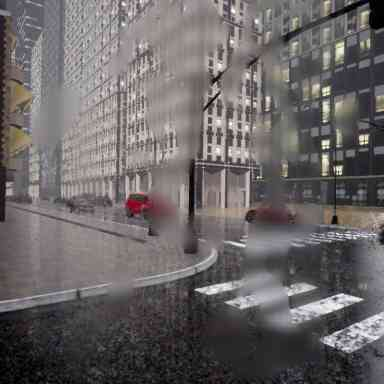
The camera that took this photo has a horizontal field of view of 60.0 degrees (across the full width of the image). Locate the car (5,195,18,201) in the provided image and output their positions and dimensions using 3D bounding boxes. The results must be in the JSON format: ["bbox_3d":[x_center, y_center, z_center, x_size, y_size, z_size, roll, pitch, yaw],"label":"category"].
[{"bbox_3d":[-40.372,1.377,74.316,2.008,1.369,4.403,1,-1,-35],"label":"car"}]

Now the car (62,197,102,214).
[{"bbox_3d":[-10.933,1.427,32.871,2.008,1.369,4.403,1,-1,-35],"label":"car"}]

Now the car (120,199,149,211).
[{"bbox_3d":[-7.373,1.584,42.328,2.008,1.369,4.403,1,-1,-35],"label":"car"}]

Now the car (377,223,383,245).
[{"bbox_3d":[9.511,1.570,12.767,4.181,1.385,1.994,0,0,25],"label":"car"}]

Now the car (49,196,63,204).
[{"bbox_3d":[-24.213,1.504,61.594,2.033,1.411,5.357,1,-1,-38],"label":"car"}]

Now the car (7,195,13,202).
[{"bbox_3d":[-37.101,1.396,69.711,1.947,1.339,4.313,1,-1,-35],"label":"car"}]

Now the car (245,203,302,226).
[{"bbox_3d":[5.714,1.505,23.909,1.967,1.590,4.097,1,-1,-35],"label":"car"}]

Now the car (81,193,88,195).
[{"bbox_3d":[-18.762,1.317,53.887,2.097,1.767,4.553,1,-1,-36],"label":"car"}]

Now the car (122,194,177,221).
[{"bbox_3d":[-3.430,1.161,26.792,2.150,2.045,5.566,1,-1,-35],"label":"car"}]

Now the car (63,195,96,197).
[{"bbox_3d":[-14.304,1.463,42.129,2.033,1.411,5.357,1,-1,-35],"label":"car"}]

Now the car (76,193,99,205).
[{"bbox_3d":[-18.575,1.248,58.827,2.150,2.045,5.566,1,-1,-35],"label":"car"}]

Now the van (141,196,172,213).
[{"bbox_3d":[-4.098,1.382,37.725,1.690,1.788,3.998,1,-1,-35],"label":"van"}]

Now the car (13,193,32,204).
[{"bbox_3d":[-30.555,1.155,60.504,2.192,1.841,5.009,1,-1,-35],"label":"car"}]

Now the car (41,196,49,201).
[{"bbox_3d":[-36.813,1.570,83.773,1.802,1.307,4.206,1,-1,-35],"label":"car"}]

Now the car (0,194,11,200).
[{"bbox_3d":[-46.818,1.365,83.390,1.752,1.417,4.829,1,-1,-35],"label":"car"}]

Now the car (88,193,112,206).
[{"bbox_3d":[-14.484,1.380,53.074,2.097,1.767,4.553,1,-1,-35],"label":"car"}]
